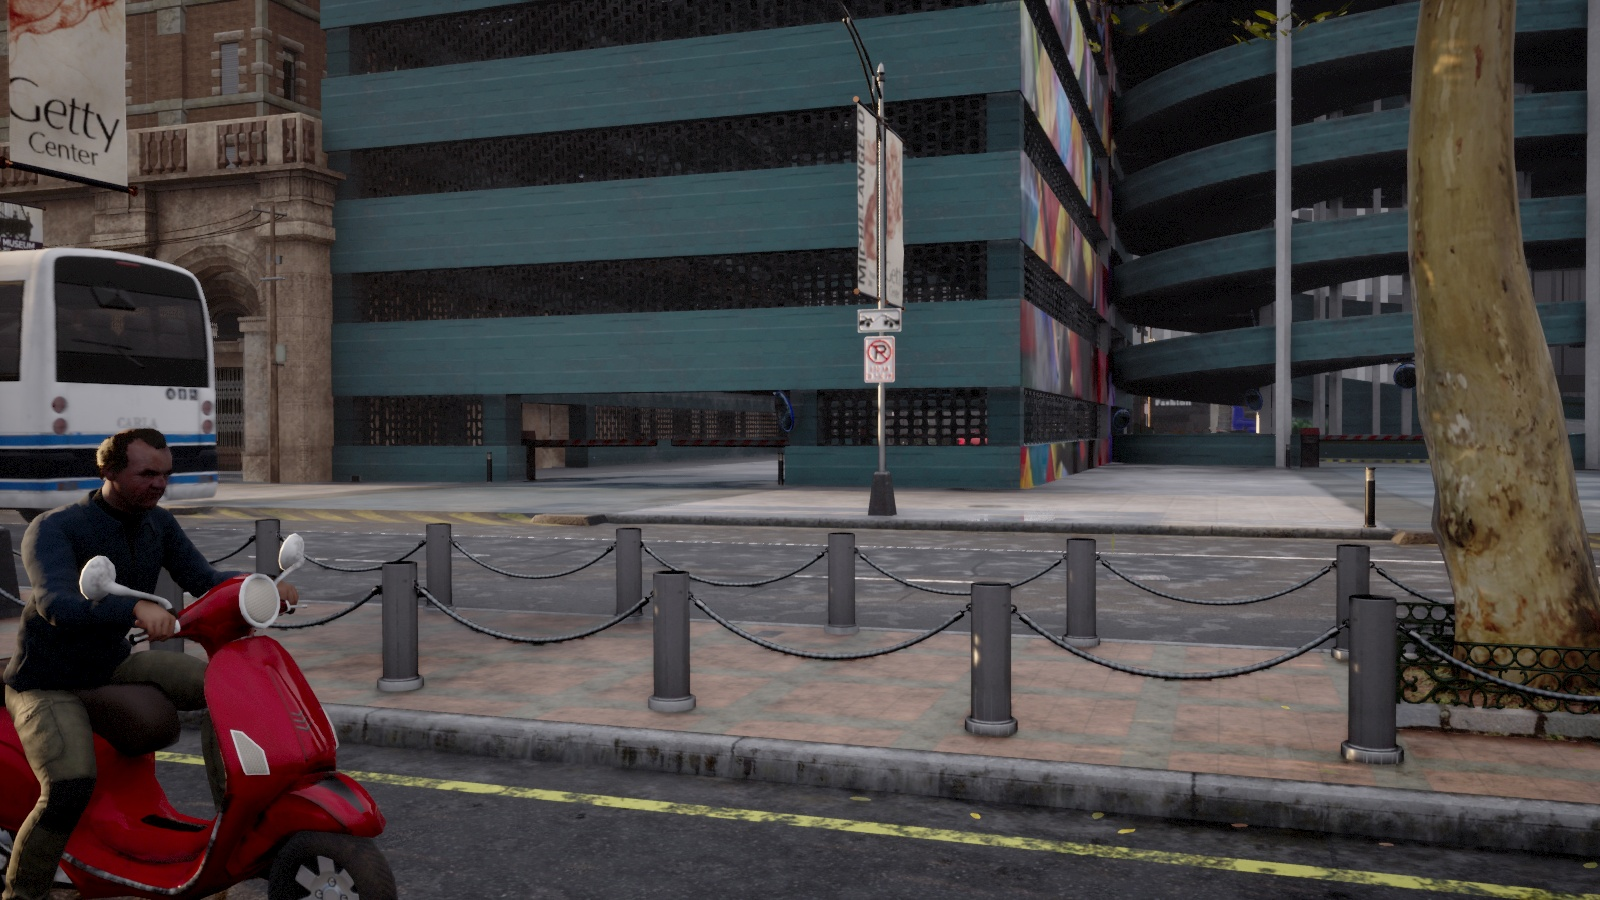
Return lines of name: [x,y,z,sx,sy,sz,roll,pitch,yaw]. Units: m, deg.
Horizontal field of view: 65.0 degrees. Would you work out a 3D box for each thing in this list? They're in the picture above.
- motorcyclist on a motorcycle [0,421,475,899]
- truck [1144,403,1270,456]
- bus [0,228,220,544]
motorcyclist on a motorcycle: [-2.034,0.710,3.877,1.817,1.590,0.866,1,1,19]
truck: [27.319,-1.403,84.357,7.936,3.462,2.891,1,1,20]
bus: [-15.011,-0.932,20.355,10.273,4.253,3.944,1,1,19]
